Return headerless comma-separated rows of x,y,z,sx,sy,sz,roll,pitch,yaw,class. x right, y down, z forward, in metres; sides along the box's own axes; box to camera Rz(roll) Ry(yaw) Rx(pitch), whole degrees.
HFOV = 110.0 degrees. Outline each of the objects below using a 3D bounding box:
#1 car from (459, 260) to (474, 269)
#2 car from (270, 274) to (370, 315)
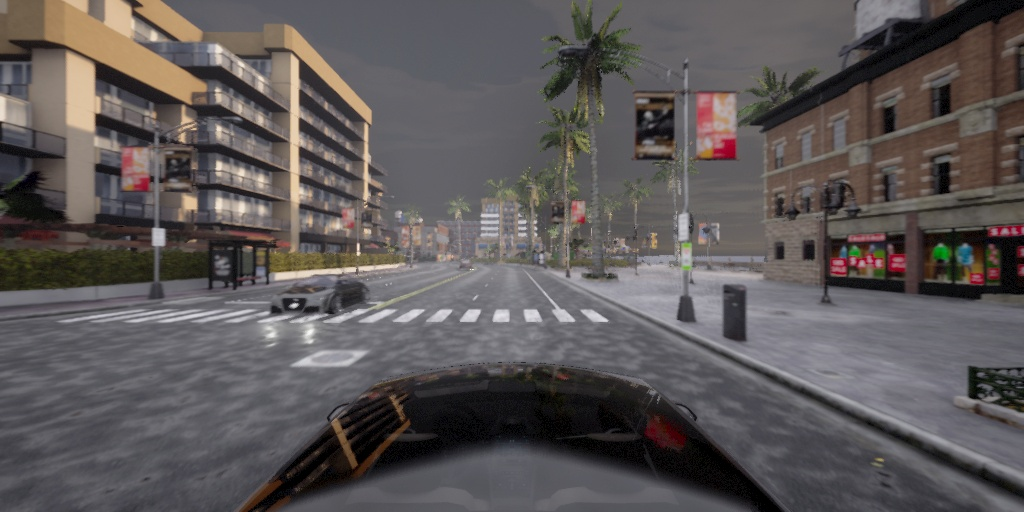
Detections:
-7.111,1.325,55.780,1.812,1.442,4.674,0,1,-8,car
-6.997,1.377,13.515,1.994,1.385,4.181,0,1,0,car
